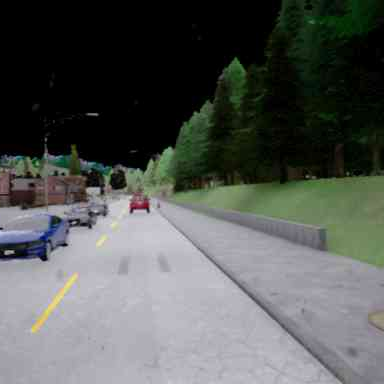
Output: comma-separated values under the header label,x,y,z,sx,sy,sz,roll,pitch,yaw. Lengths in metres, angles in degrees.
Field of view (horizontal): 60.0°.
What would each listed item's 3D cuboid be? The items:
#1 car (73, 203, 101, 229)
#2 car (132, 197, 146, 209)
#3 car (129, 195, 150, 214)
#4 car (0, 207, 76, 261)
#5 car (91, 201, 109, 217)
label,x,y,z,sx,sy,sz,roll,pitch,yaw
car,-7.658,1.730,22.674,1.994,1.385,4.181,-1,0,-9
car,-7.691,1.613,48.475,1.882,1.535,5.008,-1,0,-9
car,-5.896,1.324,37.608,2.150,2.045,5.566,-1,0,-9
car,-6.066,1.615,12.824,1.882,1.535,5.008,-1,0,-9
car,-9.298,1.686,32.903,2.128,1.511,4.902,-1,0,-9
